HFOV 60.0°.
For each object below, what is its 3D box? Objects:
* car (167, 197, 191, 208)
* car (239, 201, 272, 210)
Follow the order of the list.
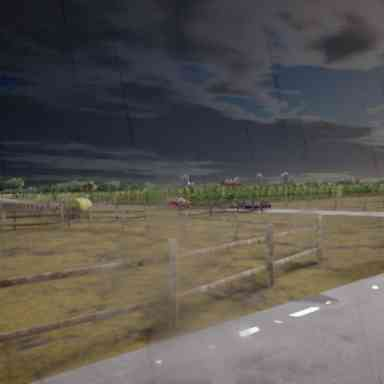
[{"bbox_3d":[-2.544,1.954,61.308,2.150,2.045,5.566,-1,-1,-36],"label":"car"},{"bbox_3d":[8.592,1.876,45.582,1.895,1.301,4.718,-1,-1,-36],"label":"car"}]
